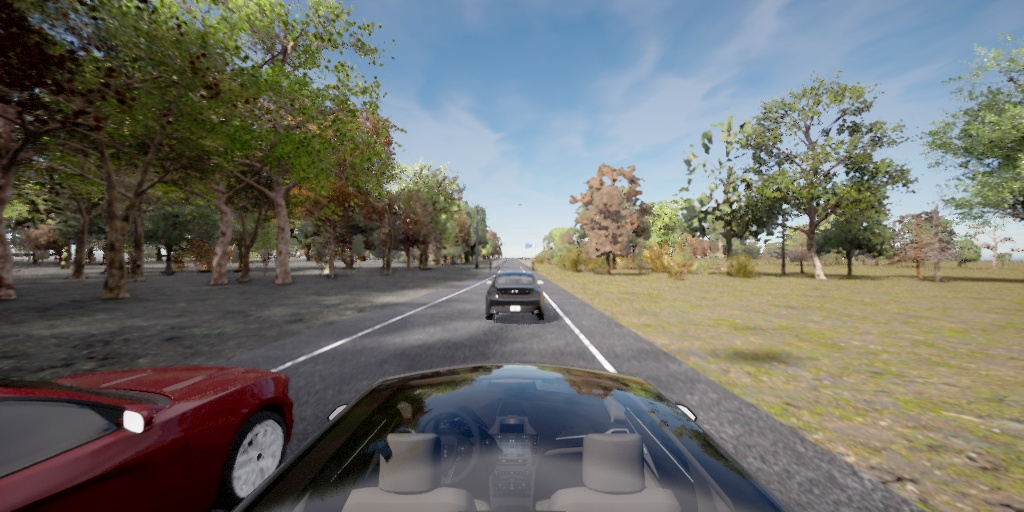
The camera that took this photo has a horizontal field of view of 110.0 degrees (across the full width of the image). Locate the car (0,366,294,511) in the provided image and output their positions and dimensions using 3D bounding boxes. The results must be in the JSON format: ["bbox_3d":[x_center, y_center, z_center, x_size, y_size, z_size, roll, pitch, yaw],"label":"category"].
[{"bbox_3d":[-3.028,1.227,1.350,1.882,1.535,5.008,0,0,2],"label":"car"}]

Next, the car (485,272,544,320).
[{"bbox_3d":[0.096,1.295,12.895,1.837,1.490,4.892,0,0,0],"label":"car"}]
